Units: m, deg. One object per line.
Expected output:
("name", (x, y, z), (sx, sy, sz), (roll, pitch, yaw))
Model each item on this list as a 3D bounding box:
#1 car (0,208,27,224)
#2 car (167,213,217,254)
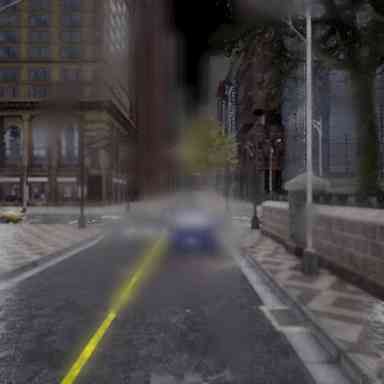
("car", (-14.933, 1.644, 24.839), (4.829, 1.417, 1.752), (1, -1, 0))
("car", (0.056, 1.618, 14.204), (1.882, 1.535, 5.008), (0, 0, 2))
